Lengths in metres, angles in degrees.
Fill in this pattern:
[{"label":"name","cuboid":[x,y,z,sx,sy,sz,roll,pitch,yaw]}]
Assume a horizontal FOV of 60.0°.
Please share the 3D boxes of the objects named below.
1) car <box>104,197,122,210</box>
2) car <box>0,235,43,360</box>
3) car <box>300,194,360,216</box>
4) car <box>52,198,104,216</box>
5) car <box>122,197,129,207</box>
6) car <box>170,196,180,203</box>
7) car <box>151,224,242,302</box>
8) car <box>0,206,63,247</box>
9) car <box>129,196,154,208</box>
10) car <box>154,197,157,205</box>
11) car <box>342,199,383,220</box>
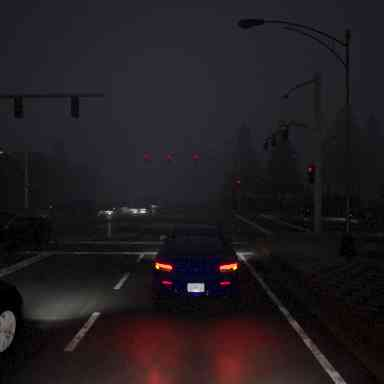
[{"label":"car","cuboid":[-10.623,1.526,42.037,1.812,1.442,4.674,0,0,0]},{"label":"car","cuboid":[-3.441,1.505,3.053,1.837,1.490,4.892,0,0,0]},{"label":"car","cuboid":[13.064,1.222,31.205,5.566,2.045,2.150,0,0,0]},{"label":"car","cuboid":[-11.117,1.352,31.596,4.553,1.767,2.097,0,0,1]},{"label":"car","cuboid":[-10.630,1.477,51.240,1.882,1.535,5.008,0,0,0]},{"label":"car","cuboid":[-3.477,1.477,69.696,1.882,1.535,5.008,0,0,0]},{"label":"car","cuboid":[0.131,1.526,8.186,1.812,1.442,4.674,0,0,2]},{"label":"car","cuboid":[-6.994,1.491,12.251,2.128,1.511,4.902,0,0,4]},{"label":"car","cuboid":[-7.108,1.491,47.257,2.128,1.511,4.902,0,0,0]},{"label":"car","cuboid":[-7.105,1.505,57.332,1.837,1.490,4.892,0,0,1]},{"label":"car","cuboid":[15.886,1.547,27.706,5.357,1.411,2.033,0,0,0]}]
